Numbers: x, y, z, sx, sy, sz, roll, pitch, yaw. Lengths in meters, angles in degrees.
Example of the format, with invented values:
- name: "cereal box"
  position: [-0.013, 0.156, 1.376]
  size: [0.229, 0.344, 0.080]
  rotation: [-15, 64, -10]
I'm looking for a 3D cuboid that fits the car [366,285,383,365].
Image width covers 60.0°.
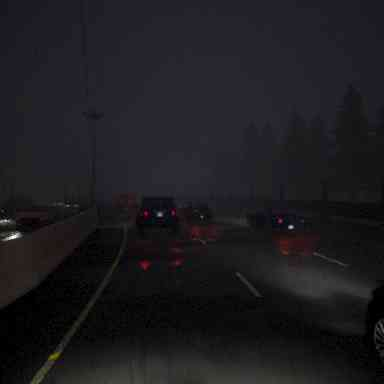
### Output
- name: "car"
  position: [3.378, 1.483, 2.664]
  size: [2.128, 1.511, 4.902]
  rotation: [0, 0, -2]

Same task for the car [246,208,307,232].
- name: "car"
  position: [4.896, 1.593, 20.062]
  size: [1.895, 1.301, 4.718]
  rotation: [0, 0, -11]

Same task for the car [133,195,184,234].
- name: "car"
  position: [-2.142, 1.235, 19.497]
  size: [2.150, 2.045, 5.566]
  rotation: [0, 0, -11]

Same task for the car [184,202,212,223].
- name: "car"
  position: [0.080, 1.499, 25.305]
  size: [2.128, 1.511, 4.902]
  rotation: [0, 0, -14]

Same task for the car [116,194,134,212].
- name: "car"
  position: [-7.925, 1.255, 40.370]
  size: [2.150, 2.045, 5.566]
  rotation: [0, 0, -17]
